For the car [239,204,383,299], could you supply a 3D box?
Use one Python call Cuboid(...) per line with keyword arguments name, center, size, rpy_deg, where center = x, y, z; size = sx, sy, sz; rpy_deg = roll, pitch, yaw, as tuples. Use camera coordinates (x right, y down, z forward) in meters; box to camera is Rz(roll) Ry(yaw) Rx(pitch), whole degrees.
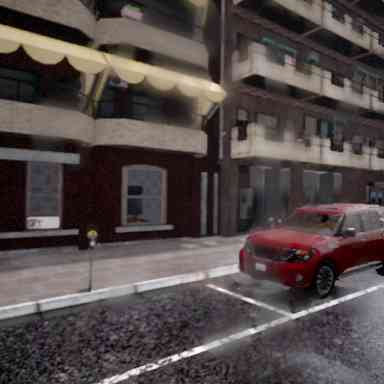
Cuboid(name="car", center=(3.528, 1.275, 8.587), size=(5.009, 1.841, 2.192), rpy_deg=(0, 2, -35))
